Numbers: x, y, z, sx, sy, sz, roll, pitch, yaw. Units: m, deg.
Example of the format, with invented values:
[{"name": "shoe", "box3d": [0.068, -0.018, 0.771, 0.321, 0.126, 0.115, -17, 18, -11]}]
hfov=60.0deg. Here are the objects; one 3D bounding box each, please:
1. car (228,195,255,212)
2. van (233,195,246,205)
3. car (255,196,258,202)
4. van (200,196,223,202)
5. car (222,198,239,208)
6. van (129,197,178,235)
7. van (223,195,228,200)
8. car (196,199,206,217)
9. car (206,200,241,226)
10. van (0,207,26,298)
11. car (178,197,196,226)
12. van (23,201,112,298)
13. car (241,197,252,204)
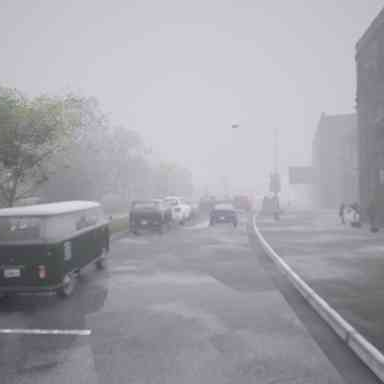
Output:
[{"name": "car", "box3d": [6.399, 1.440, 42.478, 2.150, 2.045, 5.566, 0, 0, 15]}, {"name": "van", "box3d": [9.809, 1.654, 68.163, 1.878, 1.987, 4.442, -1, -1, 18]}, {"name": "car", "box3d": [14.769, 1.729, 85.170, 2.435, 2.045, 5.566, -1, -1, 17]}, {"name": "van", "box3d": [2.200, 1.491, 41.571, 1.878, 1.987, 4.442, -1, 1, 14]}, {"name": "car", "box3d": [6.667, 1.832, 57.415, 2.163, 1.488, 4.792, -1, 1, 15]}, {"name": "van", "box3d": [-2.282, 1.343, 19.718, 1.878, 1.987, 4.442, -1, 1, 6]}, {"name": "van", "box3d": [4.842, 1.544, 51.165, 1.878, 1.987, 4.442, -1, 1, 14]}, {"name": "car", "box3d": [-0.372, 1.689, 30.613, 2.002, 1.452, 4.674, -1, 1, 11]}, {"name": "car", "box3d": [2.446, 1.591, 24.711, 1.882, 1.535, 5.008, 0, 0, 10]}, {"name": "van", "box3d": [-3.643, 1.254, 3.014, 1.878, 1.987, 4.442, -2, 1, 0]}, {"name": "car", "box3d": [-1.430, 1.359, 25.154, 2.435, 2.045, 5.566, -1, 1, 7]}, {"name": "van", "box3d": [-3.412, 1.274, 8.590, 1.878, 1.987, 4.442, -2, 1, 2]}, {"name": "car", "box3d": [12.881, 1.972, 78.693, 2.002, 1.452, 4.674, -1, -1, 17]}]
